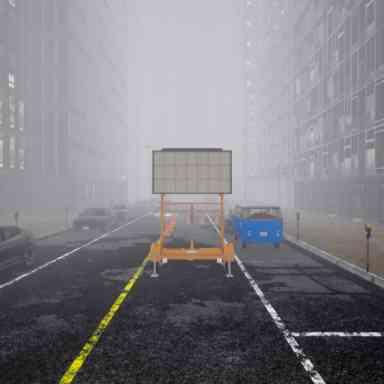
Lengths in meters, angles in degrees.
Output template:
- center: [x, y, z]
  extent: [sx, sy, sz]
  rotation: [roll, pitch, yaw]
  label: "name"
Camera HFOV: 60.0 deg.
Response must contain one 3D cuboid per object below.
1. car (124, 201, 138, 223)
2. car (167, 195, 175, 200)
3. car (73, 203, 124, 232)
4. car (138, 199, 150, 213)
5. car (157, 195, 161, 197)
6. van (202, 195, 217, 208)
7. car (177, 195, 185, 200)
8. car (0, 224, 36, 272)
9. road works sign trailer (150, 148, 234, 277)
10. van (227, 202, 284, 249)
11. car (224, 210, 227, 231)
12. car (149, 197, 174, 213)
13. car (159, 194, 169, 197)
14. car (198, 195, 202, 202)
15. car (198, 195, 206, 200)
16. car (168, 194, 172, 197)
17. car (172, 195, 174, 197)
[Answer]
- center: [-5.685, 1.539, 25.734]
  extent: [1.887, 1.381, 4.507]
  rotation: [0, 0, 0]
  label: "car"
- center: [-5.660, 1.514, 88.402]
  extent: [1.802, 1.307, 4.206]
  rotation: [0, 0, 0]
  label: "car"
- center: [-5.687, 1.561, 20.037]
  extent: [1.947, 1.339, 4.313]
  rotation: [0, 0, 0]
  label: "car"
- center: [-5.680, 1.571, 37.128]
  extent: [1.802, 1.307, 4.206]
  rotation: [0, 0, 0]
  label: "car"
- center: [-5.677, 1.563, 48.522]
  extent: [1.802, 1.307, 4.206]
  rotation: [0, 0, 0]
  label: "car"
- center: [2.704, 1.322, 48.518]
  extent: [1.690, 1.788, 3.998]
  rotation: [0, 0, 0]
  label: "van"
- center: [-2.967, 1.456, 90.069]
  extent: [1.812, 1.442, 4.674]
  rotation: [0, 0, 0]
  label: "car"
- center: [-5.691, 1.564, 8.643]
  extent: [1.947, 1.339, 4.313]
  rotation: [0, 0, 0]
  label: "car"
- center: [0.004, 0.462, 10.223]
  extent: [2.380, 3.560, 2.880]
  rotation: [0, 0, 0]
  label: "road works sign trailer"
- center: [2.690, 1.338, 14.337]
  extent: [1.690, 1.788, 3.998]
  rotation: [0, 0, 0]
  label: "van"
- center: [2.694, 1.577, 20.033]
  extent: [1.802, 1.307, 4.206]
  rotation: [0, 0, 0]
  label: "car"
- center: [-3.084, 1.536, 36.555]
  extent: [2.033, 1.411, 5.357]
  rotation: [0, 0, 0]
  label: "car"
- center: [-5.671, 1.536, 59.916]
  extent: [1.947, 1.339, 4.313]
  rotation: [0, 0, 0]
  label: "car"
- center: [2.715, 1.499, 77.003]
  extent: [2.008, 1.369, 4.403]
  rotation: [0, 0, 0]
  label: "car"
- center: [2.720, 1.483, 88.398]
  extent: [2.008, 1.369, 4.403]
  rotation: [0, 0, 0]
  label: "car"
- center: [-5.670, 1.278, 65.612]
  extent: [2.192, 1.841, 5.009]
  rotation: [0, 0, 0]
  label: "car"
- center: [-5.666, 1.264, 77.007]
  extent: [2.192, 1.841, 5.009]
  rotation: [0, 0, 0]
  label: "car"
